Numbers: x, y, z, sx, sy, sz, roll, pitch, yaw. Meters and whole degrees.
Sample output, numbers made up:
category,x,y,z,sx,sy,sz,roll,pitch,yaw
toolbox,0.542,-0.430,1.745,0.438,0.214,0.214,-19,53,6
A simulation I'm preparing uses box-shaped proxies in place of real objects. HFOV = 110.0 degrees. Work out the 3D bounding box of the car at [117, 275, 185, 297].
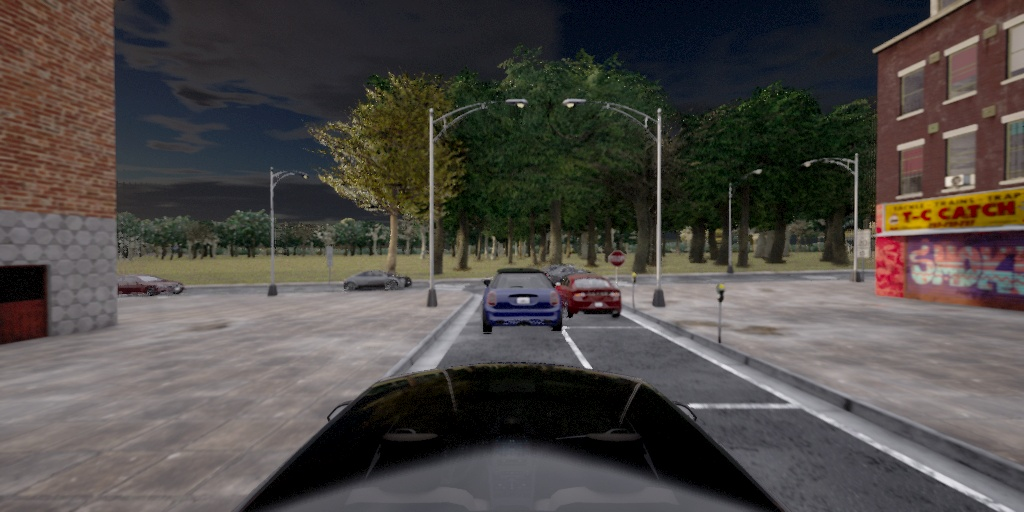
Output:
category,x,y,z,sx,sy,sz,roll,pitch,yaw
car,-24.297,1.945,23.526,4.674,1.442,1.812,-1,1,0

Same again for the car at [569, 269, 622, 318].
category,x,y,z,sx,sy,sz,roll,pitch,yaw
car,2.637,1.342,13.082,1.888,1.381,4.507,0,0,0

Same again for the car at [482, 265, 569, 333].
category,x,y,z,sx,sy,sz,roll,pitch,yaw
car,0.188,1.140,11.055,2.097,1.767,4.553,0,0,-3

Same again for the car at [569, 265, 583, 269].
category,x,y,z,sx,sy,sz,roll,pitch,yaw
car,3.350,1.274,21.873,4.902,1.511,2.128,-2,1,-40

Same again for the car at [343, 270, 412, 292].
category,x,y,z,sx,sy,sz,roll,pitch,yaw
car,-8.760,1.603,23.531,4.181,1.385,1.994,-1,1,1
